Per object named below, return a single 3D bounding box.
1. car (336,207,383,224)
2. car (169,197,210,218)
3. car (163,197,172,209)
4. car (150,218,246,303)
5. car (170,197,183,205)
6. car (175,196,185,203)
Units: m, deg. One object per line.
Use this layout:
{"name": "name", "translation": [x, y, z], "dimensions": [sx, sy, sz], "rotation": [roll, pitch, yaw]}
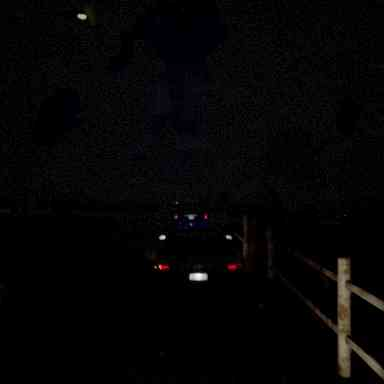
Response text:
{"name": "car", "translation": [16.515, 2.263, 32.225], "dimensions": [4.892, 1.490, 1.837], "rotation": [2, 0, 0]}
{"name": "car", "translation": [-0.155, 1.387, 19.775], "dimensions": [2.097, 1.767, 4.553], "rotation": [0, 0, -3]}
{"name": "car", "translation": [-2.830, 1.453, 46.267], "dimensions": [2.097, 1.767, 4.553], "rotation": [0, 0, 0]}
{"name": "car", "translation": [0.099, 1.574, 8.297], "dimensions": [1.994, 1.385, 4.181], "rotation": [0, 0, -1]}
{"name": "car", "translation": [-2.810, 1.637, 62.165], "dimensions": [2.128, 1.511, 4.902], "rotation": [0, 0, 1]}
{"name": "car", "translation": [-2.767, 1.731, 76.818], "dimensions": [1.994, 1.385, 4.181], "rotation": [0, 0, 0]}
